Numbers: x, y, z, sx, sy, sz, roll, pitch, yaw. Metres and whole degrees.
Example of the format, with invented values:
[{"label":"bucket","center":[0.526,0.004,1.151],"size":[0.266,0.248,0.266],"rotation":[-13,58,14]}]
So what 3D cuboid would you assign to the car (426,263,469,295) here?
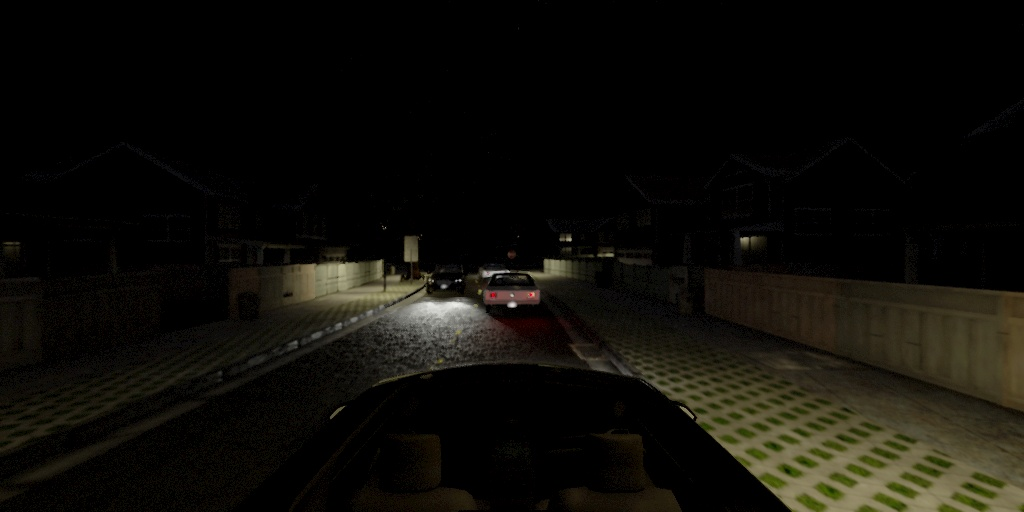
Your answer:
[{"label":"car","center":[-3.351,1.143,19.050],"size":[2.128,1.511,4.902],"rotation":[0,0,-5]}]

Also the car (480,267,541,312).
[{"label":"car","center":[-0.055,1.283,13.876],"size":[1.895,1.301,4.718],"rotation":[0,0,-2]}]

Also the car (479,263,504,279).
[{"label":"car","center":[-1.455,1.198,26.955],"size":[1.895,1.301,4.718],"rotation":[0,0,-10]}]
